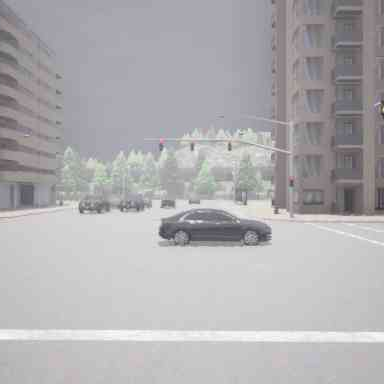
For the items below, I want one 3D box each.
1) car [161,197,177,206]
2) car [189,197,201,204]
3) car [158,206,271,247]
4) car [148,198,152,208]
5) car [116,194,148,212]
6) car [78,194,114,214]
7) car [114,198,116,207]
[{"bbox_3d":[-3.316,1.504,47.429,1.837,1.490,4.892,0,0,0],"label":"car"},{"bbox_3d":[0.476,1.564,61.497,1.994,1.385,4.181,0,0,5],"label":"car"},{"bbox_3d":[0.973,1.505,14.544,4.892,1.490,1.837,0,0,1],"label":"car"},{"bbox_3d":[-6.974,1.525,48.947,1.812,1.442,4.674,0,0,0],"label":"car"},{"bbox_3d":[-7.009,1.221,39.418,2.150,2.045,5.566,0,0,0],"label":"car"},{"bbox_3d":[-10.517,1.221,36.213,2.150,2.045,5.566,0,0,0],"label":"car"},{"bbox_3d":[-10.489,1.525,45.817,1.812,1.442,4.674,0,0,0],"label":"car"}]
